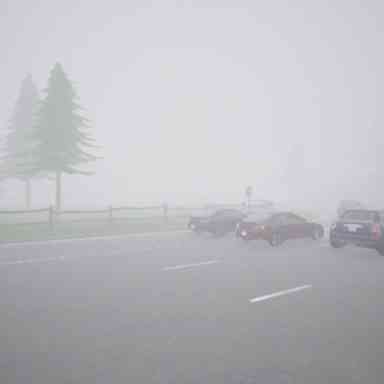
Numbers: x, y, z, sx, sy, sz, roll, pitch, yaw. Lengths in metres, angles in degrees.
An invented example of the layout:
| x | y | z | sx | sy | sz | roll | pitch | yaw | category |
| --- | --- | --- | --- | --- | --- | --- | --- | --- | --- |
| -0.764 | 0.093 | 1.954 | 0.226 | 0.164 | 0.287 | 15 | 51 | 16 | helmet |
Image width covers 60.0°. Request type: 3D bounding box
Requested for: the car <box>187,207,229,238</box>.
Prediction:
| x | y | z | sx | sy | sz | roll | pitch | yaw | category |
| --- | --- | --- | --- | --- | --- | --- | --- | --- | --- |
| 1.921 | 1.560 | 18.041 | 4.674 | 1.442 | 1.812 | 0 | 0 | -35 | car |

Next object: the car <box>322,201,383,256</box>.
| x | y | z | sx | sy | sz | roll | pitch | yaw | category |
| --- | --- | --- | --- | --- | --- | --- | --- | --- | --- |
| 7.670 | 1.394 | 13.533 | 4.553 | 1.767 | 2.097 | 0 | 0 | -35 | car |

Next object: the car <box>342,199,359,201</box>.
| x | y | z | sx | sy | sz | roll | pitch | yaw | category |
| --- | --- | --- | --- | --- | --- | --- | --- | --- | --- |
| 14.283 | 1.436 | 29.876 | 2.097 | 1.767 | 4.553 | 0 | 0 | 30 | car |

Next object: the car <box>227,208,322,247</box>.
| x | y | z | sx | sy | sz | roll | pitch | yaw | category |
| --- | --- | --- | --- | --- | --- | --- | --- | --- | --- |
| 4.067 | 1.560 | 15.269 | 4.674 | 1.442 | 1.812 | 0 | 0 | -35 | car |
